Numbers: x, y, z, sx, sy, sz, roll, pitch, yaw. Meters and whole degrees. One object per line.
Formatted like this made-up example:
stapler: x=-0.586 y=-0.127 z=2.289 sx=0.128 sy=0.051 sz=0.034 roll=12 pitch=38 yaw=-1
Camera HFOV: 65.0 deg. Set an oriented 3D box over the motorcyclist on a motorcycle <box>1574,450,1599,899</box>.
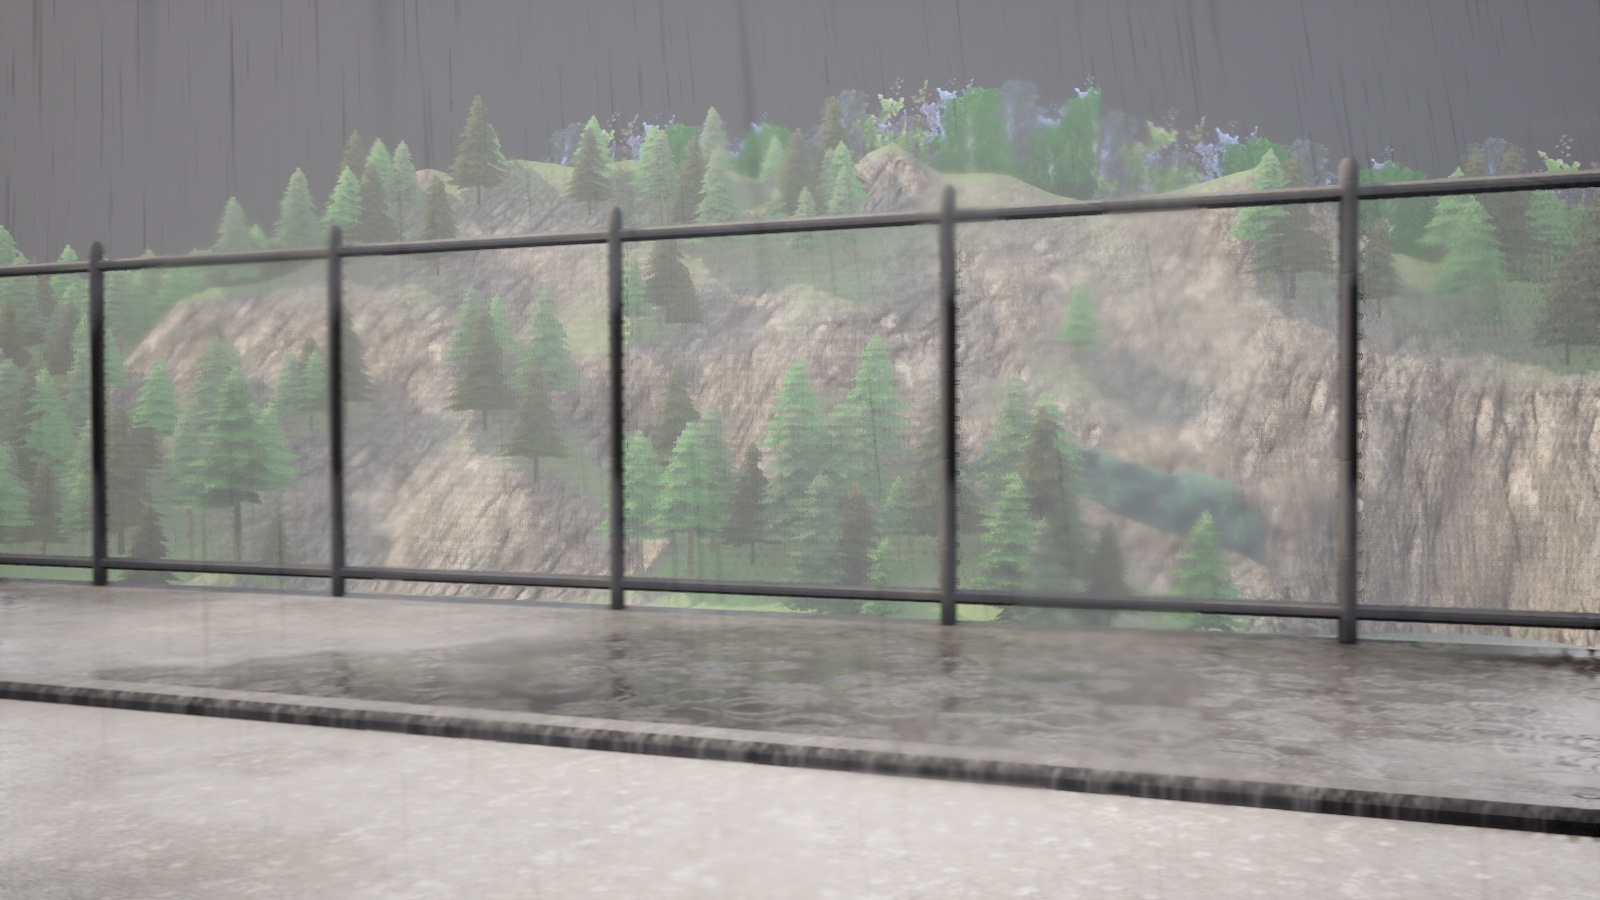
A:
motorcyclist on a motorcycle: x=2.960 y=0.776 z=2.724 sx=2.044 sy=1.523 sz=0.797 roll=1 pitch=1 yaw=19
